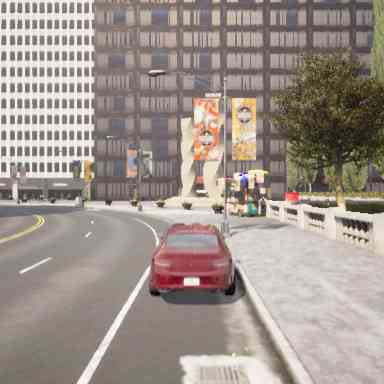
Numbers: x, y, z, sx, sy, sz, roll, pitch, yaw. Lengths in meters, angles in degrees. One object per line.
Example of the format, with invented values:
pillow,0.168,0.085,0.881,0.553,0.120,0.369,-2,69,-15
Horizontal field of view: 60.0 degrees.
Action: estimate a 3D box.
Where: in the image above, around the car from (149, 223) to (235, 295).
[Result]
car,0.024,1.516,8.545,1.812,1.442,4.674,0,0,1
